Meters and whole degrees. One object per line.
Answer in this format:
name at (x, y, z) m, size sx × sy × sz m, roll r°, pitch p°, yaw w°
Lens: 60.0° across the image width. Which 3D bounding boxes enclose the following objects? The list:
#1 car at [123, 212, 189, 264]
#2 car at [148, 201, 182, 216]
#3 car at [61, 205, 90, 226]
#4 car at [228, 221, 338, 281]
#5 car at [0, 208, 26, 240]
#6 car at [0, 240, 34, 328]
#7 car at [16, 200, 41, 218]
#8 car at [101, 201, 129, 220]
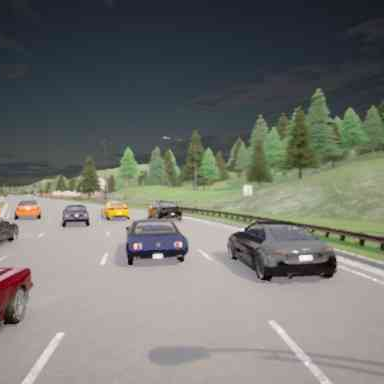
car at (-1.437, 1.623, 12.048) m, size 1.895 × 1.301 × 4.718 m, roll -1°, pitch 0°, yaw -11°
car at (-2.308, 1.517, 27.494) m, size 1.882 × 1.535 × 5.008 m, roll 0°, pitch 0°, yaw -20°
car at (-8.707, 1.660, 24.885) m, size 2.033 × 1.411 × 5.357 m, roll -1°, pitch 0°, yaw -21°
car at (2.431, 1.540, 9.893) m, size 1.994 × 1.385 × 4.181 m, roll -1°, pitch 0°, yaw -8°
car at (-8.984, 1.658, 14.150) m, size 2.033 × 1.411 × 5.357 m, roll -1°, pitch 0°, yaw -14°
car at (-3.729, 1.646, 4.161) m, size 1.895 × 1.301 × 4.718 m, roll -1°, pitch 0°, yaw -6°
car at (-15.558, 1.547, 31.662) m, size 2.097 × 1.767 × 4.553 m, roll -1°, pitch 0°, yaw -25°
car at (-6.870, 1.570, 29.472) m, size 1.882 × 1.535 × 5.008 m, roll -1°, pitch 0°, yaw -22°
